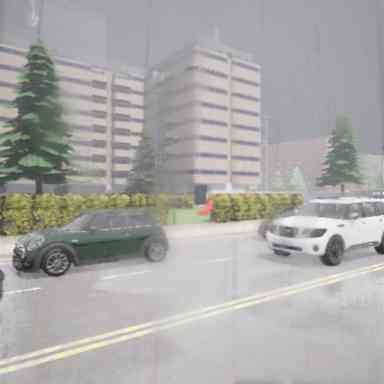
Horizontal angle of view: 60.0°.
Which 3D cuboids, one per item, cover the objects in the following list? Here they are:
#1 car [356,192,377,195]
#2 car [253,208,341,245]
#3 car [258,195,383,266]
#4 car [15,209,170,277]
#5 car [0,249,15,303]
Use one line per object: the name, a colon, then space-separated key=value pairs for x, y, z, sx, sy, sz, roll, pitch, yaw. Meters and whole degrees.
car: x=42.737 y=1.467 z=82.111 sx=1.970 sy=1.475 sz=3.806 roll=0 pitch=0 yaw=-36
car: x=5.197 y=1.576 z=16.250 sx=4.181 sy=1.385 sz=1.994 roll=0 pitch=0 yaw=-35
car: x=5.183 y=1.232 z=11.938 sx=5.566 sy=2.045 sz=2.150 roll=0 pitch=0 yaw=-35
car: x=-3.011 y=1.354 z=10.425 sx=4.553 sy=1.767 sz=2.097 roll=0 pitch=0 yaw=-36
car: x=-5.602 y=1.220 z=4.278 sx=5.566 sy=2.045 sz=2.150 roll=0 pitch=0 yaw=-35
